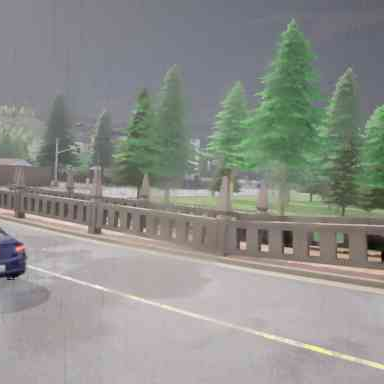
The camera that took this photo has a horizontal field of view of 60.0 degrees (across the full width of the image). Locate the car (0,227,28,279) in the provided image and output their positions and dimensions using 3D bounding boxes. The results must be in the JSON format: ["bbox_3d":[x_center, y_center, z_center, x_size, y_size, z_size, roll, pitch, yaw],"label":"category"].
[{"bbox_3d":[-5.838,1.317,8.123,4.674,1.442,1.812,3,2,35],"label":"car"}]
